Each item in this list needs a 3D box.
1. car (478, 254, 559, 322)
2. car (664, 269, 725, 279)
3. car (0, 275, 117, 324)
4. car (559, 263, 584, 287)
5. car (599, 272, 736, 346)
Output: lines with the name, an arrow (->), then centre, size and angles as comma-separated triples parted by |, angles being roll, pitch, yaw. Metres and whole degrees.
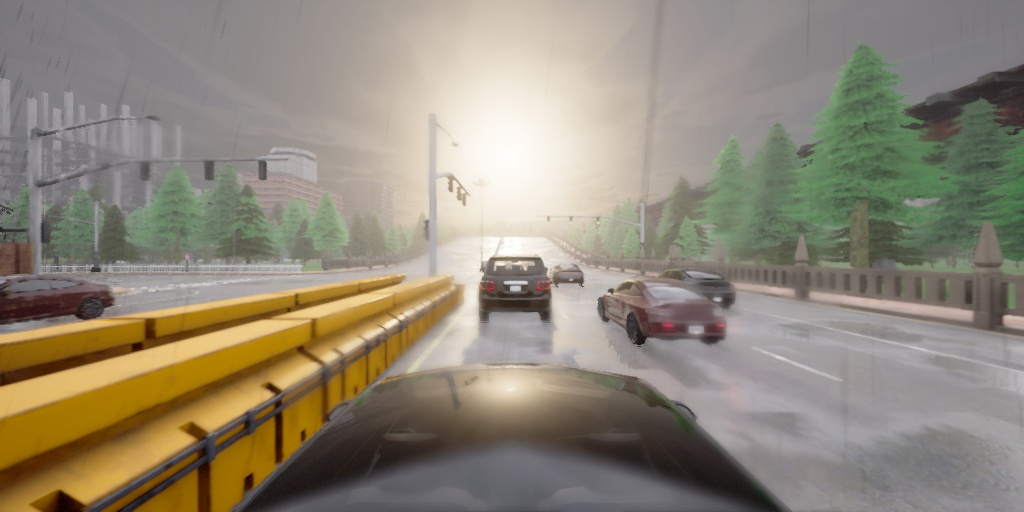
car -> 0.100, 0.967, 12.322 | 2.150, 2.045, 5.566 | 0, 0, 0
car -> 7.099, 1.250, 14.789 | 1.837, 1.490, 4.892 | 0, 0, 0
car -> -14.044, 1.272, 9.949 | 1.812, 1.442, 4.674 | 0, 0, 0
car -> 3.600, 1.232, 24.208 | 2.128, 1.511, 4.902 | 0, 0, 0
car -> 3.600, 1.273, 9.304 | 1.812, 1.442, 4.674 | 0, 0, 0
